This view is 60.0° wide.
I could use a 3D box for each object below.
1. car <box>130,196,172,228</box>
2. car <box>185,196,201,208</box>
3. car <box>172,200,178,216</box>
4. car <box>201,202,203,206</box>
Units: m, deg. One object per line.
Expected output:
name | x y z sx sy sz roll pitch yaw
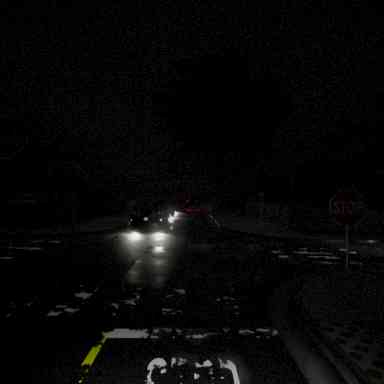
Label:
car | -2.856 1.335 23.329 2.150 2.045 5.566 0 0 0
car | -0.013 1.703 56.623 2.150 2.045 5.566 0 -1 1
car | -2.860 1.723 35.753 1.882 1.535 5.008 0 -1 0
car | 0.887 2.191 67.183 1.994 1.385 4.181 0 -1 13
